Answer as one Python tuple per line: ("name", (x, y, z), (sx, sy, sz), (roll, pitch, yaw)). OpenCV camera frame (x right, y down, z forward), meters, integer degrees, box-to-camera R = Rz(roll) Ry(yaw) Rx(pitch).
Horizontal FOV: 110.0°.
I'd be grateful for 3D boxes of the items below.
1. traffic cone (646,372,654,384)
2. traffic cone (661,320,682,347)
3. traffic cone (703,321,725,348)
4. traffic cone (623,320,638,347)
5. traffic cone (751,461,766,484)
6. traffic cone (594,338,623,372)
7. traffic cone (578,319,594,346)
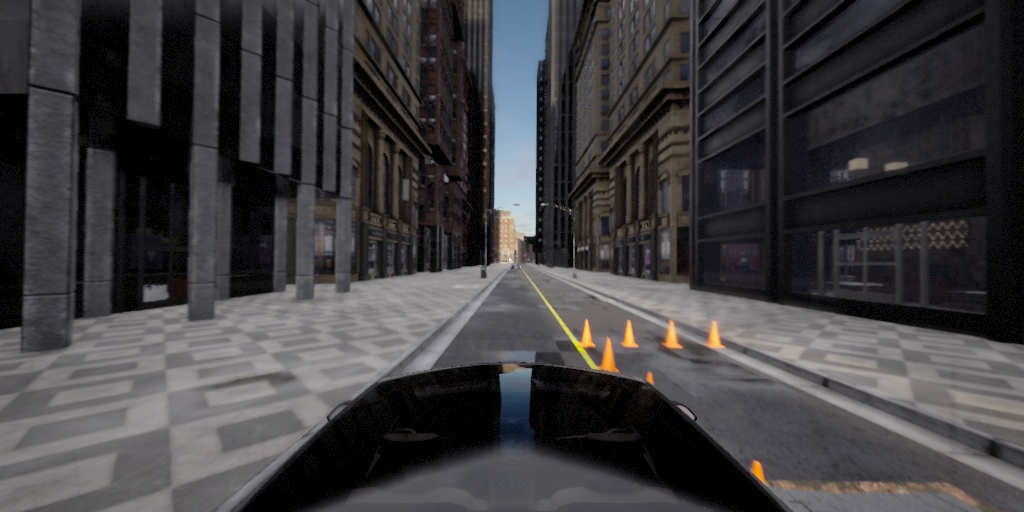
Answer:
("traffic cone", (1.724, 1.753, 4.491), (0.340, 0.580, 0.340), (0, 0, 1))
("traffic cone", (3.765, 1.818, 8.469), (0.340, 0.580, 0.340), (0, 0, 1))
("traffic cone", (4.765, 1.827, 8.458), (0.340, 0.580, 0.340), (0, 0, 1))
("traffic cone", (2.765, 1.809, 8.480), (0.340, 0.580, 0.340), (0, 0, 1))
("traffic cone", (1.702, 1.730, 2.491), (0.340, 0.580, 0.340), (0, 0, 1))
("traffic cone", (1.744, 1.777, 6.490), (0.340, 0.580, 0.340), (0, 0, 1))
("traffic cone", (1.765, 1.800, 8.490), (0.340, 0.580, 0.340), (0, 0, 1))
